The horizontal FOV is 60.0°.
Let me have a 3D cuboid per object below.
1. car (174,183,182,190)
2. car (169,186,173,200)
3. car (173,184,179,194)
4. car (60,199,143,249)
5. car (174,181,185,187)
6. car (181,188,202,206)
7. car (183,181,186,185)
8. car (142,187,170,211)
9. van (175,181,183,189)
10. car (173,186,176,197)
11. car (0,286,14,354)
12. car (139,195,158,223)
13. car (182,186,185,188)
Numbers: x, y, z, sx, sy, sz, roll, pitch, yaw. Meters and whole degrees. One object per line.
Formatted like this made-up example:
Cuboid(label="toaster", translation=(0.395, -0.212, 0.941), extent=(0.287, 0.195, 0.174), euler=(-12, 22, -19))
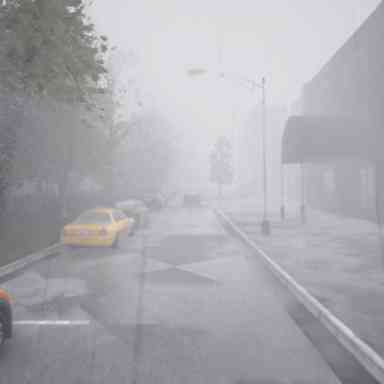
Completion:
Cuboid(label="car", translation=(-3.652, -0.499, 64.229), extent=(2.163, 1.488, 4.792), euler=(0, 2, 2))
Cuboid(label="car", translation=(-3.655, 0.461, 36.329), extent=(2.185, 1.767, 4.553), euler=(0, 2, 2))
Cuboid(label="car", translation=(-3.646, -0.088, 53.251), extent=(1.946, 1.575, 5.366), euler=(0, 2, 2))
Cuboid(label="car", translation=(-3.631, 1.323, 13.898), extent=(1.946, 1.575, 5.366), euler=(1, 1, 2))
Cuboid(label="car", translation=(-3.653, -1.211, 80.893), extent=(2.097, 1.535, 5.008), euler=(0, 2, 2))
Cuboid(label="car", translation=(0.000, 0.606, 35.790), extent=(1.882, 1.535, 5.008), euler=(0, 2, 0))
Cuboid(label="car", translation=(-3.653, -1.692, 86.482), extent=(2.435, 2.045, 5.566), euler=(0, 2, 2))
Cuboid(label="car", translation=(-3.655, 0.679, 30.762), extent=(2.185, 1.767, 4.553), euler=(0, 2, 2))
Cuboid(label="van", translation=(-3.649, -1.898, 92.137), extent=(1.878, 1.987, 4.442), euler=(0, 2, 2))
Cuboid(label="car", translation=(-3.653, 0.367, 41.926), extent=(2.231, 1.521, 4.892), euler=(0, 2, 2))
Cuboid(label="car", translation=(-3.628, 1.349, 2.877), extent=(2.185, 1.767, 4.553), euler=(2, 0, 2))
Cuboid(label="car", translation=(-3.634, 1.200, 19.636), extent=(2.231, 1.521, 4.892), euler=(1, 2, 2))
Cuboid(label="car", translation=(0.002, 0.250, 46.564), extent=(2.033, 1.411, 5.357), euler=(0, 2, 0))
